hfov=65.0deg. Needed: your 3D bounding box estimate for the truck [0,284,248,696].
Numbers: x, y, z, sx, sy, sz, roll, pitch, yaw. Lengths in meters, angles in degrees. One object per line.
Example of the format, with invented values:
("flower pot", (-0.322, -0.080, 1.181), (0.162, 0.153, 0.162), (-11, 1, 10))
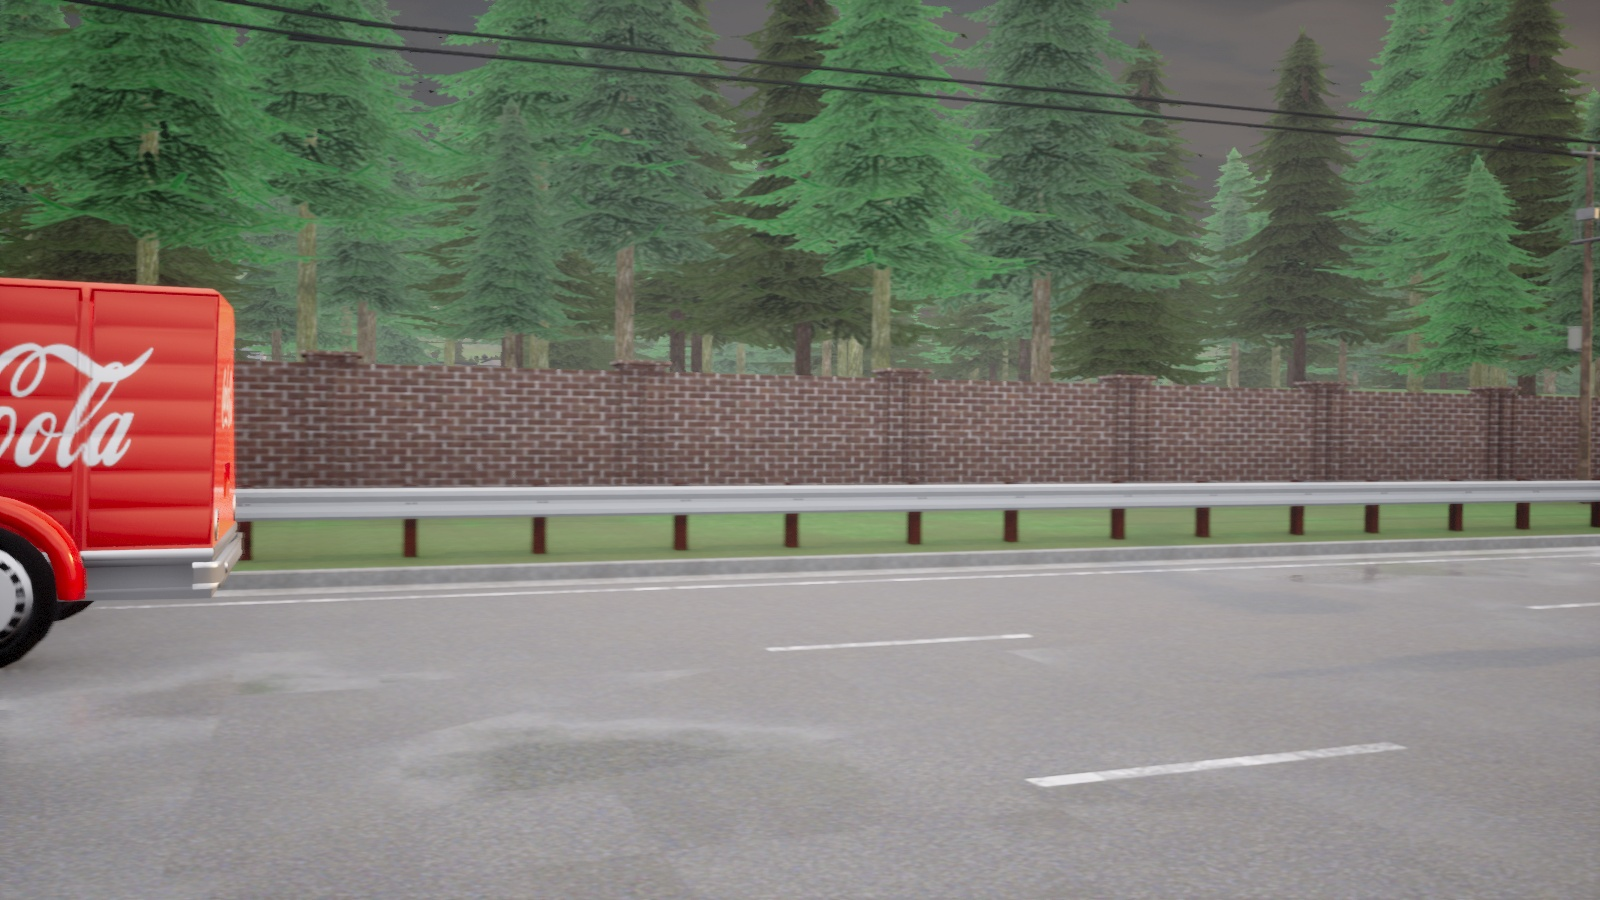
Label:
("truck", (-6.551, 0.248, 8.234), (5.204, 2.467, 2.627), (-1, 1, -21))
